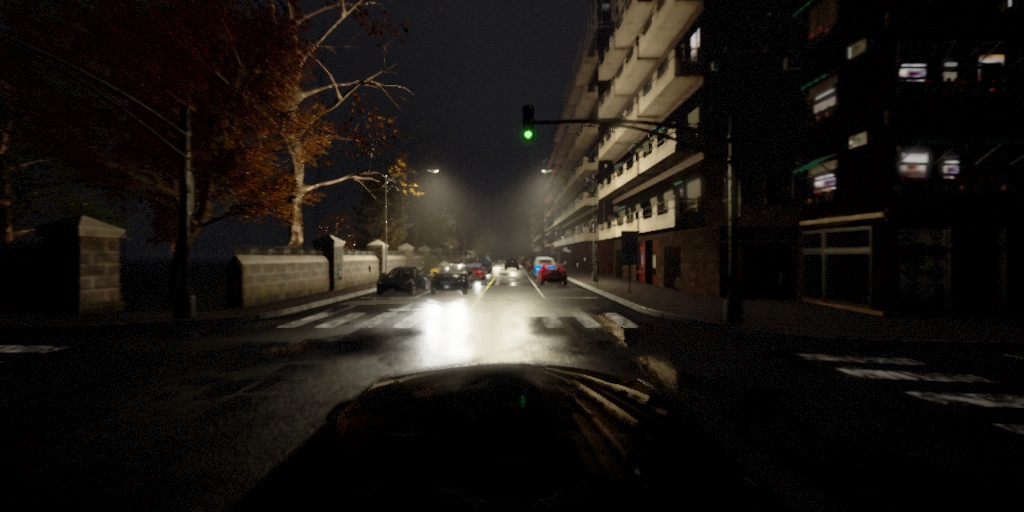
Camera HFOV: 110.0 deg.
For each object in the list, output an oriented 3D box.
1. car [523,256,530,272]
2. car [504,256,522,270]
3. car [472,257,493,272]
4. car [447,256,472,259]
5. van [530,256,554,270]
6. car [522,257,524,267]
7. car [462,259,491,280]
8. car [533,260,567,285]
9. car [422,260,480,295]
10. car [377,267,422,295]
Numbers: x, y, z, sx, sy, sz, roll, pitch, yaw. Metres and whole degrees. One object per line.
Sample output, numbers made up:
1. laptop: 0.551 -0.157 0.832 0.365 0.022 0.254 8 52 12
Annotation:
1. car: 2.682 1.051 41.651 1.967 1.591 4.097 0 0 0
2. car: -0.010 1.099 47.427 1.837 1.490 4.892 0 0 0
3. car: -3.104 1.163 39.964 2.033 1.411 5.357 0 0 0
4. car: -5.697 0.942 36.020 2.192 1.841 5.009 0 0 0
5. van: 2.685 0.986 30.391 1.690 1.789 3.998 0 0 0
6. car: 2.681 1.145 47.281 2.007 1.370 4.403 0 0 0
7. car: -3.102 1.213 29.370 1.994 1.385 4.181 0 0 0
8. car: 2.686 1.209 24.760 1.888 1.381 4.507 0 0 0
9. car: -3.113 1.175 19.356 2.128 1.511 4.902 0 0 -1
10. car: -5.694 1.250 19.129 1.948 1.339 4.313 0 0 0
